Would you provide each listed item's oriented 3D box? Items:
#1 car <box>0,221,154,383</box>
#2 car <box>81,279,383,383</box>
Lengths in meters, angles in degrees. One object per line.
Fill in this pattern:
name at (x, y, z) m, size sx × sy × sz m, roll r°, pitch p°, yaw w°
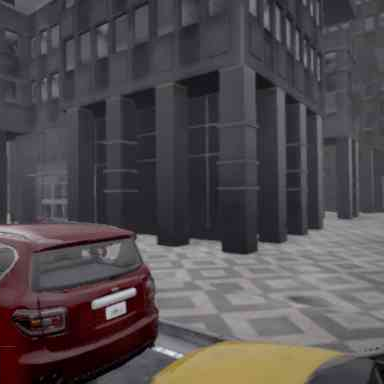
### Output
car at (-2.755, 1.367, 4.932) m, size 5.009 × 1.841 × 2.192 m, roll -1°, pitch -1°, yaw 35°
car at (1.670, 1.521, 1.777) m, size 4.829 × 1.417 × 1.752 m, roll -1°, pitch -1°, yaw 35°
